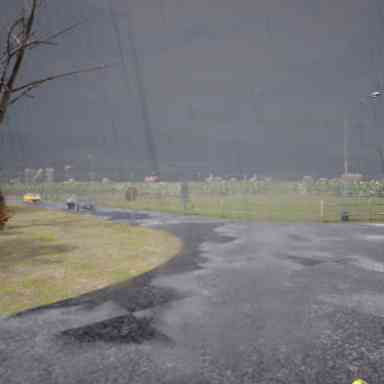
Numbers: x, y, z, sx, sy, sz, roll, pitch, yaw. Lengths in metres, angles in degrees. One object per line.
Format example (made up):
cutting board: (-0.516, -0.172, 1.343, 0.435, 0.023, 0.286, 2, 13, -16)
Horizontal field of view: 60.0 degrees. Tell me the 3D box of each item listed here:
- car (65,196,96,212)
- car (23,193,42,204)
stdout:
car: (-11.330, 1.174, 33.632, 1.837, 1.490, 4.892, -1, 1, -37)
car: (-24.485, 0.967, 51.004, 1.882, 1.535, 5.008, -1, 1, -37)
